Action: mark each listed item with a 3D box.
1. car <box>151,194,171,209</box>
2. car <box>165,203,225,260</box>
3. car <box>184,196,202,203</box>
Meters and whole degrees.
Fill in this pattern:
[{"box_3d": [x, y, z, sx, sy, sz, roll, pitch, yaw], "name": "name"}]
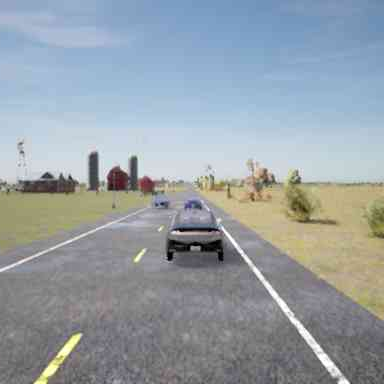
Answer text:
[{"box_3d": [-3.497, 1.024, 37.979, 1.882, 1.535, 5.008, 0, 1, 0], "name": "car"}, {"box_3d": [0.102, 1.377, 11.948, 2.128, 1.511, 4.902, 0, 1, 0], "name": "car"}, {"box_3d": [0.103, 1.169, 36.305, 1.812, 1.442, 4.674, 0, 1, 0], "name": "car"}]
